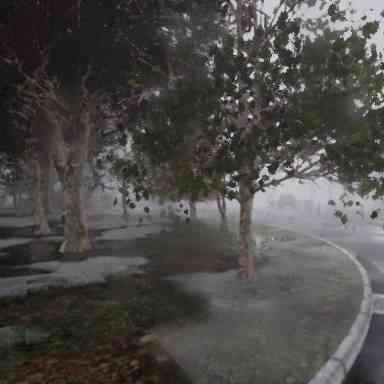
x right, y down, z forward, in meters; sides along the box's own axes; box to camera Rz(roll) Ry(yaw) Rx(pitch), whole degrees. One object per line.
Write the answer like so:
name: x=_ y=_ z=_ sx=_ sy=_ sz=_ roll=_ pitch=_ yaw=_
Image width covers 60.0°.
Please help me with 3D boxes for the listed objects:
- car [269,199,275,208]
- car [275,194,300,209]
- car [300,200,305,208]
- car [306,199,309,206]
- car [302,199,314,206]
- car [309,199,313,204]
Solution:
car: x=14.977 y=1.966 z=58.749 sx=1.882 sy=1.535 sz=5.008 roll=0 pitch=-2 yaw=25
car: x=13.640 y=1.393 z=47.339 sx=2.150 sy=2.045 sz=5.566 roll=0 pitch=-2 yaw=22
car: x=17.811 y=2.026 z=57.201 sx=2.033 sy=1.411 sz=5.357 roll=0 pitch=-2 yaw=25
car: x=19.972 y=2.189 z=61.835 sx=1.994 sy=1.385 sz=4.181 roll=0 pitch=-2 yaw=25
car: x=26.844 y=2.466 z=76.562 sx=2.128 sy=1.511 sz=4.902 roll=0 pitch=-2 yaw=25
car: x=23.197 y=2.395 z=68.746 sx=1.994 sy=1.385 sz=4.181 roll=0 pitch=-2 yaw=25
